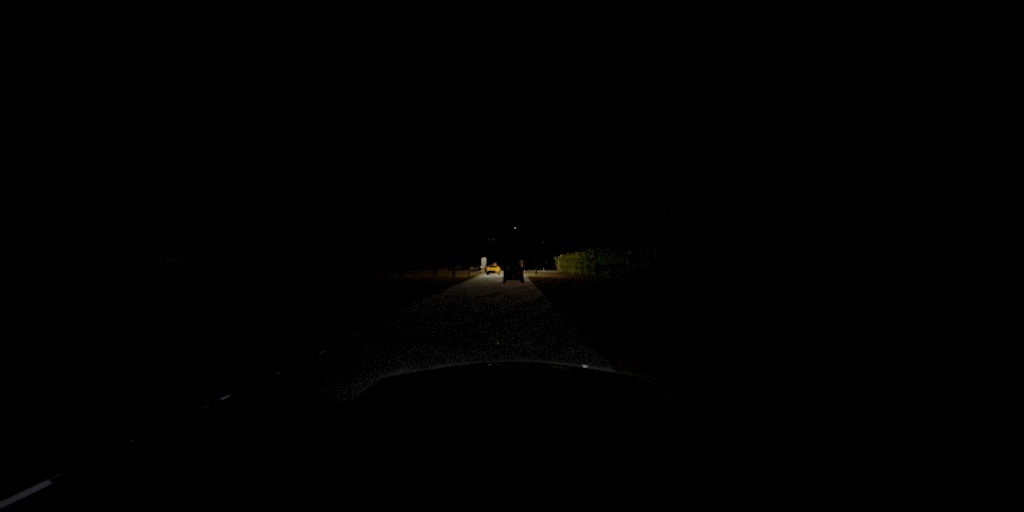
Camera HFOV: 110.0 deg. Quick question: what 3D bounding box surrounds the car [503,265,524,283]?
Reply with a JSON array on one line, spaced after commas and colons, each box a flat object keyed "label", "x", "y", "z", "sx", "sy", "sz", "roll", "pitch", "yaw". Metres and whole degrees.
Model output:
[{"label": "car", "x": 0.127, "y": 1.711, "z": 33.979, "sx": 1.882, "sy": 1.535, "sz": 5.008, "roll": 0, "pitch": -1, "yaw": 0}]

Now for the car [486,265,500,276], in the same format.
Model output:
[{"label": "car", "x": -2.785, "y": 2.099, "z": 53.655, "sx": 1.882, "sy": 1.535, "sz": 5.008, "roll": 0, "pitch": -1, "yaw": 0}]
